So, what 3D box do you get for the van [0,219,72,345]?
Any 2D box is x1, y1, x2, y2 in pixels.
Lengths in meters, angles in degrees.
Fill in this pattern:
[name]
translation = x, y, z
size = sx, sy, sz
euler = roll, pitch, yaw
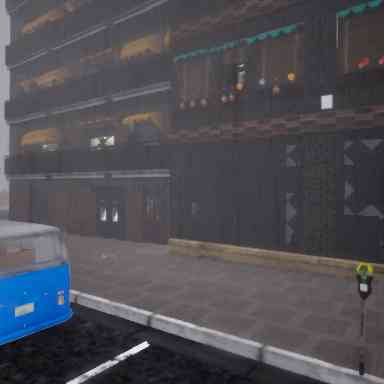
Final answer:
[van]
translation = -3.750, 1.338, 5.532
size = 3.998, 1.788, 1.690
euler = 0, 1, 36
